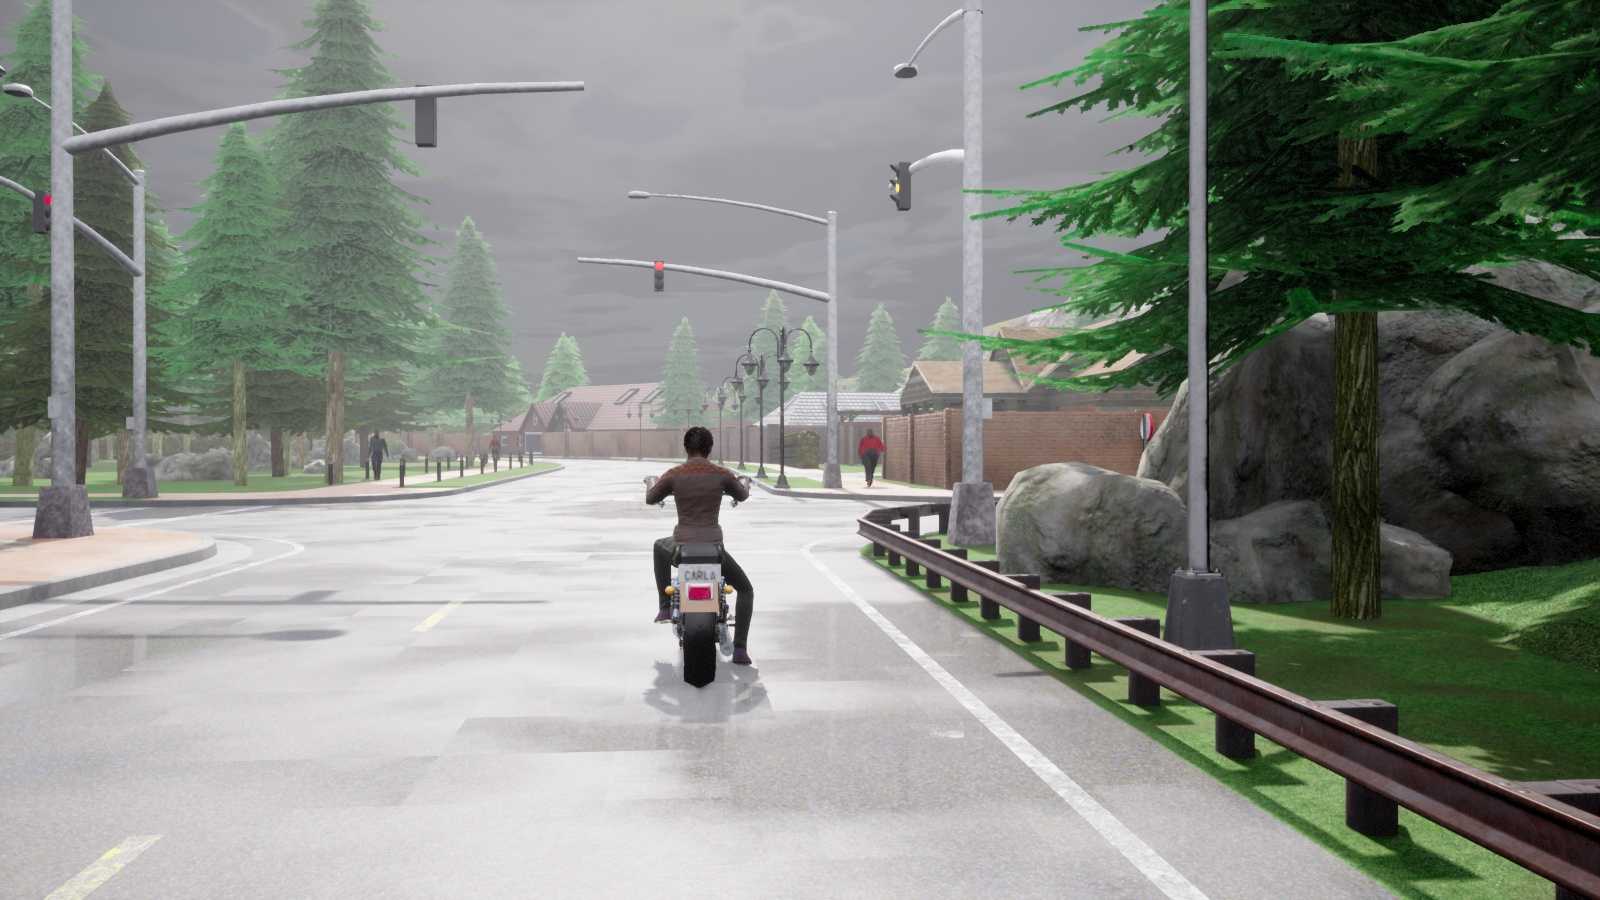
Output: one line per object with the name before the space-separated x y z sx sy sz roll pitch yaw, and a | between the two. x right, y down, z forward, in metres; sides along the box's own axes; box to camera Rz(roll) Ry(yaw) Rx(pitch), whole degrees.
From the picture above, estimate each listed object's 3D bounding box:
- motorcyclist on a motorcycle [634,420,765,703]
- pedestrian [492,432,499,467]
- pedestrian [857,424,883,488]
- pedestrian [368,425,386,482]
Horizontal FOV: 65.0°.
motorcyclist on a motorcycle | -0.693 0.648 8.534 0.766 1.649 2.350 0 0 -5
pedestrian | -16.087 -0.015 66.330 0.331 1.846 0.636 0 0 -9
pedestrian | 2.062 0.175 36.914 0.634 1.844 0.899 0 0 -6
pedestrian | -14.581 0.116 43.277 0.423 1.949 0.788 0 0 -6
